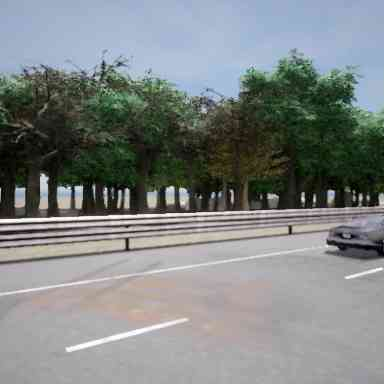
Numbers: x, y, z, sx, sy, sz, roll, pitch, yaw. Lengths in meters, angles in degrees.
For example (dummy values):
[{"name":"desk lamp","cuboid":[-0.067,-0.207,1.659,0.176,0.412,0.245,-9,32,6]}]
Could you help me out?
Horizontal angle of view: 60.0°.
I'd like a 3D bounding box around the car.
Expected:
[{"name":"car","cuboid":[7.721,1.682,13.682,5.357,1.411,2.033,1,0,-36]}]
